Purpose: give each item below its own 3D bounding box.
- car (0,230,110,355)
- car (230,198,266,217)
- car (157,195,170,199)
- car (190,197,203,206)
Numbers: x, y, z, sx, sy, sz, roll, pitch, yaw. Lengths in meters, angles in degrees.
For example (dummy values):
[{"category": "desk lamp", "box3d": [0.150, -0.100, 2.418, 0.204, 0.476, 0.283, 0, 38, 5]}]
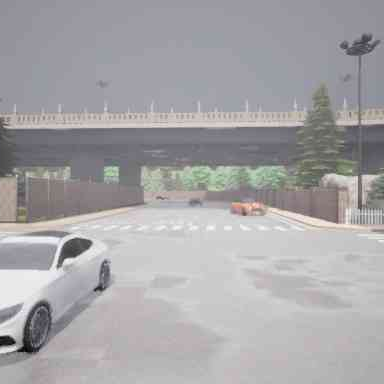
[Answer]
[{"category": "car", "box3d": [-2.939, 1.524, 6.281, 1.812, 1.442, 4.674, 0, 0, 4]}, {"category": "car", "box3d": [5.329, 1.321, 31.923, 2.097, 1.767, 4.553, 0, 0, -14]}, {"category": "car", "box3d": [-7.162, 1.369, 79.958, 1.812, 1.442, 4.674, 0, 0, -41]}, {"category": "car", "box3d": [0.780, 1.614, 56.951, 1.994, 1.385, 4.181, 0, 1, 6]}]
